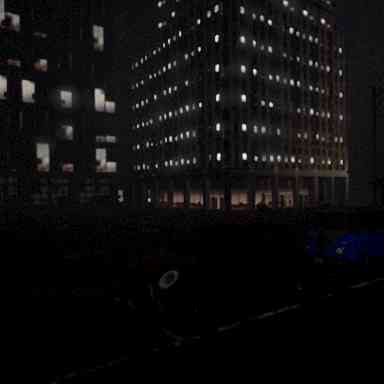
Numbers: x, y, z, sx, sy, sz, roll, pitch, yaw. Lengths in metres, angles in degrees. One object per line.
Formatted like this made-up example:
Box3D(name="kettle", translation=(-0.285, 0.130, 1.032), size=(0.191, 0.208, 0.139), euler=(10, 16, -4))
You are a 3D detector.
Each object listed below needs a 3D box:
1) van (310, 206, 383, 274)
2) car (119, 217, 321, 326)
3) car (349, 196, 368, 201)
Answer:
Box3D(name="van", translation=(5.137, 1.333, 10.240), size=(3.998, 1.788, 1.690), euler=(0, -1, -35))
Box3D(name="car", translation=(0.557, 1.436, 6.973), size=(4.097, 1.590, 1.967), euler=(0, -1, -35))
Box3D(name="car", translation=(42.786, 1.643, 85.422), size=(1.947, 1.339, 4.313), euler=(-2, 1, -41))
